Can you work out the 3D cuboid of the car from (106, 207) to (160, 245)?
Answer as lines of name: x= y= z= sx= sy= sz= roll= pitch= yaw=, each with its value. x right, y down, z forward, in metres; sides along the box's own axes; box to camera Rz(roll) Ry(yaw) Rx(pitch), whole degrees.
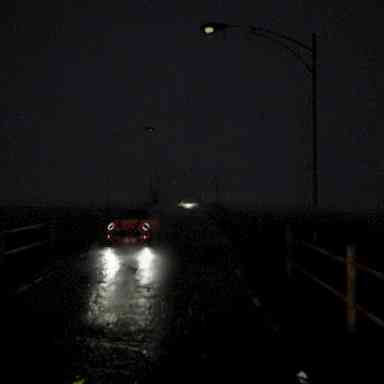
car: x=-2.852 y=1.573 z=16.820 sx=2.097 sy=1.767 sz=4.553 roll=0 pitch=-1 yaw=0
